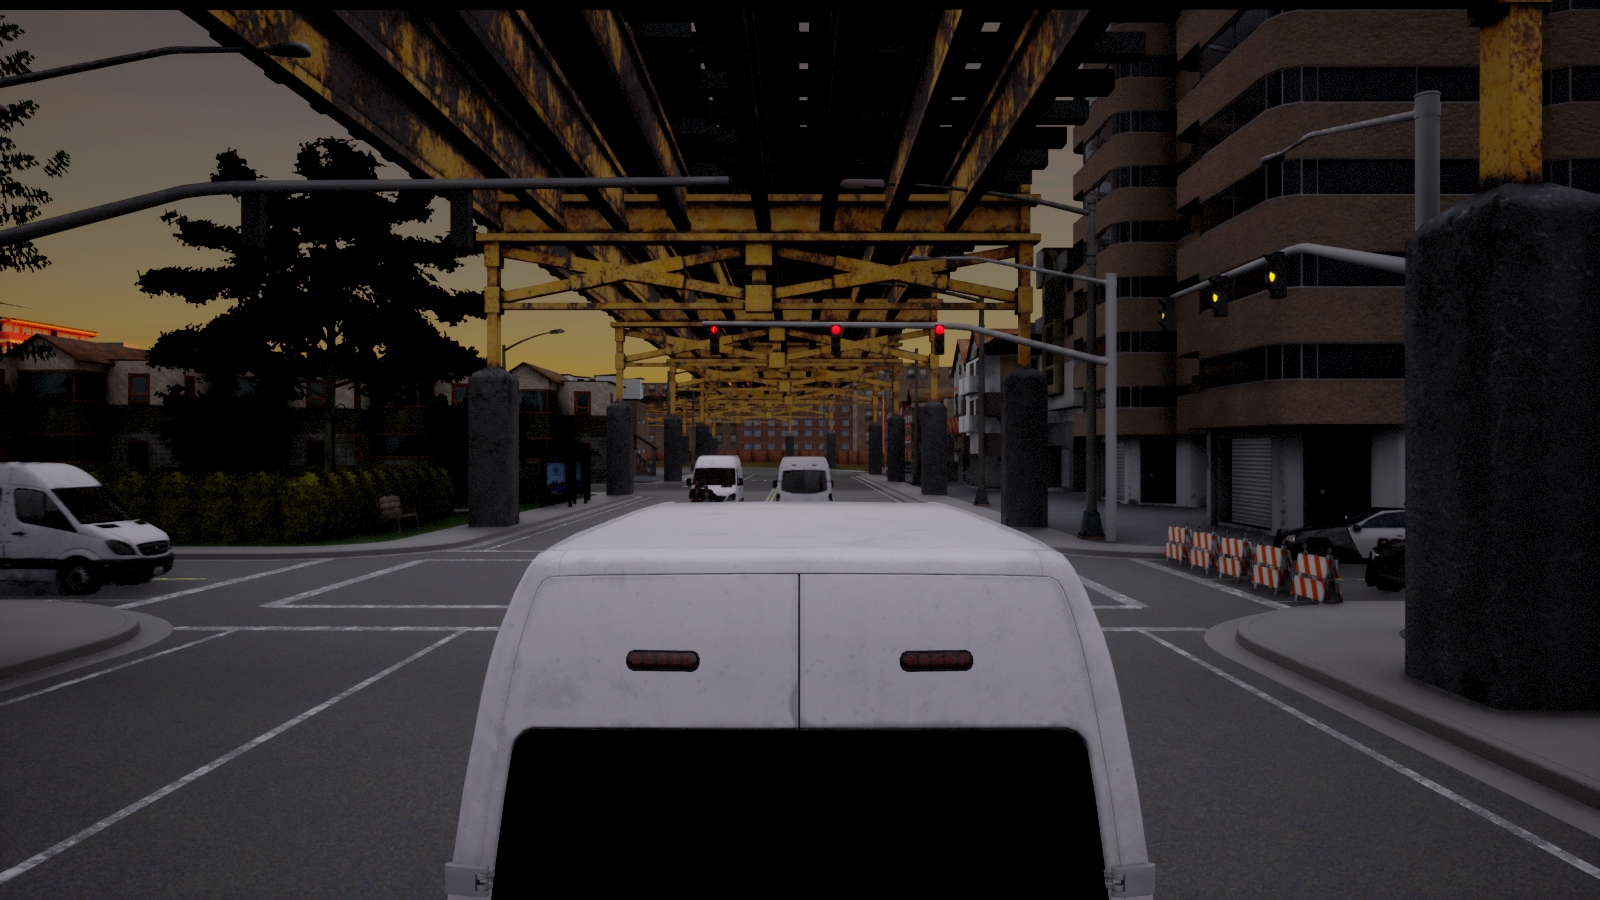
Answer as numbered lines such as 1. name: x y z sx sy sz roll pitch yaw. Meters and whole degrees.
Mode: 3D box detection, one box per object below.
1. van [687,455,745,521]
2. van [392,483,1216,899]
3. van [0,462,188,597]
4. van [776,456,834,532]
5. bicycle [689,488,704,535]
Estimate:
1. van: -3.456 1.514 48.058 1.988 2.561 5.915 0 0 0
2. van: 0.015 1.531 5.717 1.988 2.561 5.915 0 0 0
3. van: -15.698 1.524 22.830 5.915 2.561 1.988 0 0 1
4. van: 0.130 1.516 42.088 1.988 2.561 5.915 0 0 -1
5. bicycle: -3.463 2.031 38.264 0.329 1.496 1.835 0 0 1
